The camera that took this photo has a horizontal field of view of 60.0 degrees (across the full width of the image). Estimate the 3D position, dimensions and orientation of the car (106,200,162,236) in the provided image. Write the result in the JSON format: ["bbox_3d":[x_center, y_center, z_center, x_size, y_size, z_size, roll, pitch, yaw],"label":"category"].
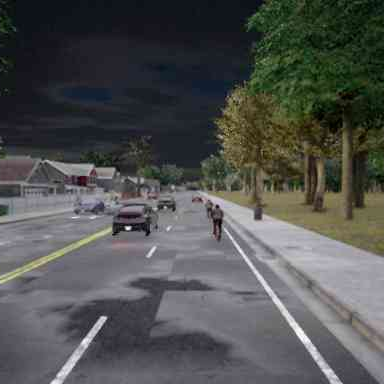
[{"bbox_3d":[-2.908,1.391,17.739,1.837,1.490,4.892,0,0,1],"label":"car"}]

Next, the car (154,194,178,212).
[{"bbox_3d":[-2.658,1.283,35.988,1.837,1.490,4.892,0,0,1],"label":"car"}]

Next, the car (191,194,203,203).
[{"bbox_3d":[0.924,1.161,60.617,1.812,1.442,4.674,0,0,1],"label":"car"}]

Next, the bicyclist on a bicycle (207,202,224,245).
[{"bbox_3d":[1.090,1.363,14.141,0.582,1.620,1.656,0,0,1],"label":"bicyclist on a bicycle"}]

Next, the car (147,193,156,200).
[{"bbox_3d":[-8.751,1.028,73.437,1.882,1.535,5.008,0,0,1],"label":"car"}]

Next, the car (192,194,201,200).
[{"bbox_3d":[1.016,1.145,74.647,1.895,1.301,4.718,0,0,1],"label":"car"}]

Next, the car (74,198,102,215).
[{"bbox_3d":[-9.425,1.330,31.090,1.812,1.442,4.674,0,0,1],"label":"car"}]

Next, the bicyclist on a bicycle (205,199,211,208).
[{"bbox_3d":[1.213,1.307,23.144,0.582,1.620,1.656,0,0,1],"label":"bicyclist on a bicycle"}]

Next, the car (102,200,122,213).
[{"bbox_3d":[-6.197,1.415,29.556,1.895,1.301,4.718,0,0,1],"label":"car"}]
